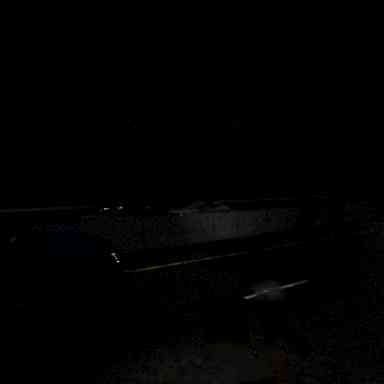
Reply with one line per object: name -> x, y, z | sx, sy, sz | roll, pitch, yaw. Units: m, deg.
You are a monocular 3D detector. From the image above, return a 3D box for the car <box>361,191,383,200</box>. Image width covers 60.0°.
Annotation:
car -> 29.288, 0.515, 53.670 | 4.674, 1.442, 1.812 | -1, 1, -30

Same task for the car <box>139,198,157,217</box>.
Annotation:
car -> -2.106, 1.230, 28.285 | 5.008, 1.535, 1.882 | -1, 1, -35

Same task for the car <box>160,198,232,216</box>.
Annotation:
car -> 0.581, 1.307, 21.603 | 4.674, 1.442, 1.812 | -1, 1, -35

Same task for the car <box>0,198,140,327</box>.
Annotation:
car -> -3.882, 1.226, 5.275 | 5.566, 2.045, 2.150 | -1, 1, -36

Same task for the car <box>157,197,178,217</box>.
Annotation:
car -> -0.176, 1.319, 25.362 | 4.181, 1.385, 1.994 | -1, 1, -35

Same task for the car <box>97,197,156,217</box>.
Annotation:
car -> -5.834, 1.293, 29.925 | 4.892, 1.490, 1.837 | -1, 1, -35
